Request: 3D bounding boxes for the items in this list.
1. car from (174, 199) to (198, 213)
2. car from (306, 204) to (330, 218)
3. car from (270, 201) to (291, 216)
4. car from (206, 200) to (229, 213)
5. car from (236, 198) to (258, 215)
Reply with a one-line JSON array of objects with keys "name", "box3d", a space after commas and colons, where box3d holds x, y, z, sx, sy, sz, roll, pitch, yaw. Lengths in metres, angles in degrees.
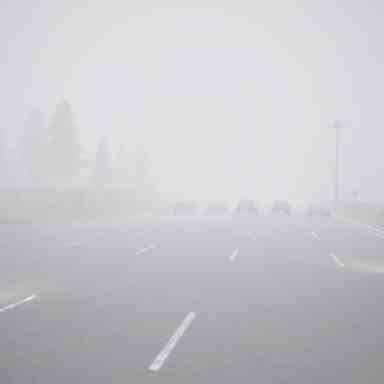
[{"name": "car", "box3d": [-0.648, 1.585, 38.272, 2.128, 1.511, 4.902, 1, 0, 14]}, {"name": "car", "box3d": [12.524, 1.822, 33.288, 1.895, 1.301, 4.718, 1, 0, 14]}, {"name": "car", "box3d": [9.544, 1.701, 35.749, 1.837, 1.490, 4.892, 1, 0, 14]}, {"name": "car", "box3d": [2.996, 1.659, 38.388, 1.812, 1.442, 4.674, 1, 0, 14]}, {"name": "car", "box3d": [6.065, 1.512, 36.269, 2.097, 1.767, 4.553, 1, 0, 14]}]
